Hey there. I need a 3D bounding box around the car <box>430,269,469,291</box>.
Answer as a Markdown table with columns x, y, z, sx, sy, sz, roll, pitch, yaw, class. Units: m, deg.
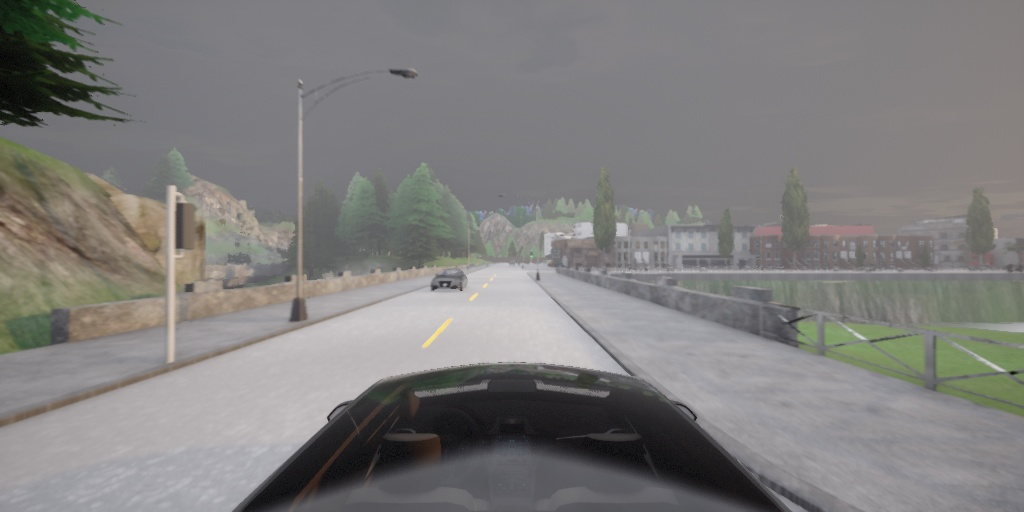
| x | y | z | sx | sy | sz | roll | pitch | yaw | class |
| --- | --- | --- | --- | --- | --- | --- | --- | --- | --- |
| -4.003 | 1.525 | 23.435 | 1.994 | 1.385 | 4.181 | 0 | 0 | 0 | car |
